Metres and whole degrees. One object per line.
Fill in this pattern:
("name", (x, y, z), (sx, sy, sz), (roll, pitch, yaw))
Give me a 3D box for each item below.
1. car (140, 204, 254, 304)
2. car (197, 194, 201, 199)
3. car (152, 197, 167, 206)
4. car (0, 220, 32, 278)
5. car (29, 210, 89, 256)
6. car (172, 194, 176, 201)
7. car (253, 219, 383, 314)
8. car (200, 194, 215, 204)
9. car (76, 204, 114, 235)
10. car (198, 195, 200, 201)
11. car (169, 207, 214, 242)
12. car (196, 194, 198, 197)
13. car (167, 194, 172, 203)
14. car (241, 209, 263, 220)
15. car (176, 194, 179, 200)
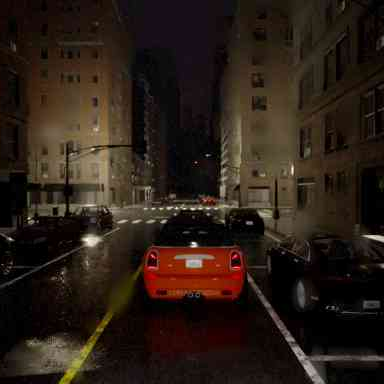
("car", (0.053, 1.352, 8.322), (2.097, 1.767, 4.553), (0, 0, 0))
("car", (2.834, 1.523, 77.189), (1.967, 1.590, 4.097), (0, 0, 0))
("car", (-5.703, 1.617, 55.556), (1.802, 1.307, 4.206), (0, 0, 0))
("car", (-5.678, 1.565, 7.450), (1.947, 1.339, 4.313), (0, 0, 0))
("car", (-5.685, 1.582, 12.951), (1.802, 1.307, 4.206), (0, 0, 0))
("car", (-5.687, 1.625, 82.428), (1.752, 1.417, 4.829), (0, 0, 0))
("car", (2.847, 1.550, 7.460), (2.008, 1.369, 4.403), (0, 0, 0))
("car", (2.822, 1.475, 55.553), (1.967, 1.590, 4.097), (0, 0, 0))
("car", (-5.692, 1.440, 18.453), (1.967, 1.590, 4.097), (0, 0, 0))
("car", (2.829, 1.606, 66.371), (2.008, 1.369, 4.403), (0, 0, 0))
("car", (-0.016, 1.564, 16.975), (1.994, 1.385, 4.181), (0, 0, 0))
("car", (2.840, 1.559, 88.007), (1.967, 1.590, 4.097), (0, 0, 0))
("car", (-5.696, 1.606, 66.372), (2.008, 1.369, 4.403), (0, 0, 0))
("car", (2.834, 1.566, 18.463), (1.947, 1.339, 4.313), (0, 0, 0))
("car", (-5.682, 1.455, 93.416), (2.192, 1.841, 5.009), (0, 0, 0))
